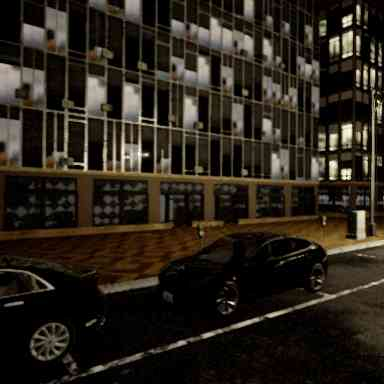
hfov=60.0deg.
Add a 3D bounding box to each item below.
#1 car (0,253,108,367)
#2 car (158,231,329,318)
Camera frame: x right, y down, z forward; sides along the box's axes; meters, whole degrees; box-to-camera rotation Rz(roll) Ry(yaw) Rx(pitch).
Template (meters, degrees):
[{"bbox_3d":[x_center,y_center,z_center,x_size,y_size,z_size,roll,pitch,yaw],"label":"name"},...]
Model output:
[{"bbox_3d":[-3.302,1.549,4.200,4.403,1.369,2.008,1,0,-36],"label":"car"},{"bbox_3d":[1.332,1.603,7.507,4.313,1.339,1.947,1,0,-36],"label":"car"}]
